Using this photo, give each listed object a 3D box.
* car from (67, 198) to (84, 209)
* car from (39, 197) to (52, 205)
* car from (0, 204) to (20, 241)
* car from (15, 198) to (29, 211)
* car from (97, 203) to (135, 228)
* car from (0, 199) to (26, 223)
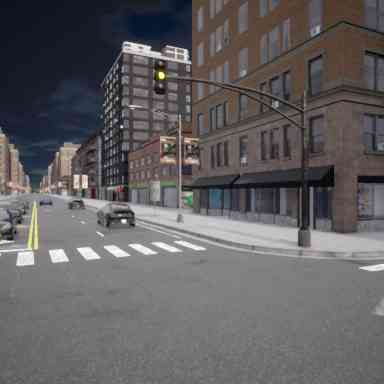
[{"bbox_3d":[-15.665,1.519,44.769,1.837,1.490,4.892,0,0,-25],"label":"car"},{"bbox_3d":[-25.706,1.582,58.490,1.994,1.385,4.181,0,0,-25],"label":"car"},{"bbox_3d":[-9.773,1.539,16.475,1.812,1.442,4.674,0,0,-25],"label":"car"},{"bbox_3d":[-17.949,1.523,33.919,1.837,1.490,4.892,0,0,-25],"label":"car"},{"bbox_3d":[-5.217,1.513,22.540,1.837,1.490,4.892,0,0,-25],"label":"car"},{"bbox_3d":[-13.704,1.521,24.851,1.837,1.490,4.892,0,0,-25],"label":"car"}]
